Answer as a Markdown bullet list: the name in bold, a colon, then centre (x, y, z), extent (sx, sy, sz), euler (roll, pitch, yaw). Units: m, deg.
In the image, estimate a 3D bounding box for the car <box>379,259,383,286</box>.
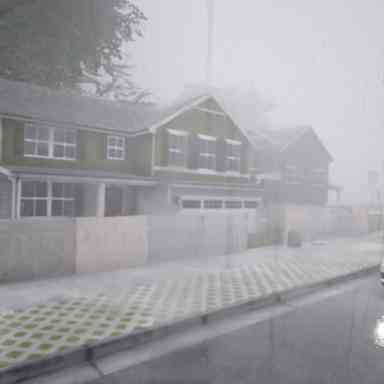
- **car**: centre (6.491, 1.619, 8.323), extent (4.674, 1.442, 1.812), euler (1, 0, -38)
